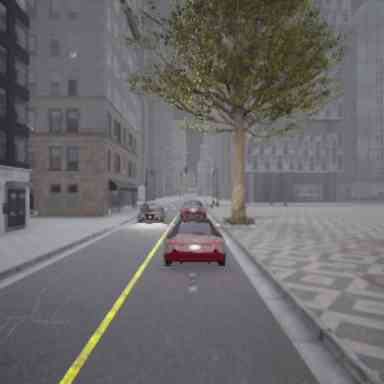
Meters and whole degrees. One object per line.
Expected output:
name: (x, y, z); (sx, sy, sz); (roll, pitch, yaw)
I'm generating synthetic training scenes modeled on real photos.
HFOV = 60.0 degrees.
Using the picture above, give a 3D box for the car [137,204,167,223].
car: (-3.092, 1.664, 26.439); (1.994, 1.385, 4.181); (0, 0, 0)

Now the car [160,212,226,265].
car: (0.092, 1.609, 11.827); (1.994, 1.385, 4.181); (0, 0, 0)

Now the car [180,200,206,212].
car: (0.094, 1.455, 27.322); (2.097, 1.767, 4.553); (0, 0, 0)
